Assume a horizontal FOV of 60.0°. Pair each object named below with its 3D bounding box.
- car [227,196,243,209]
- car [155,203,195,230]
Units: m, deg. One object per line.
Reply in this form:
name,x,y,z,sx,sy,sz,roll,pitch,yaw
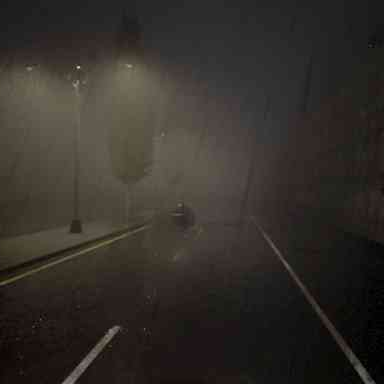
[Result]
car,6.000,1.369,46.273,2.097,1.767,4.553,1,0,10
car,-0.945,1.440,20.520,2.128,1.511,4.902,1,0,7
